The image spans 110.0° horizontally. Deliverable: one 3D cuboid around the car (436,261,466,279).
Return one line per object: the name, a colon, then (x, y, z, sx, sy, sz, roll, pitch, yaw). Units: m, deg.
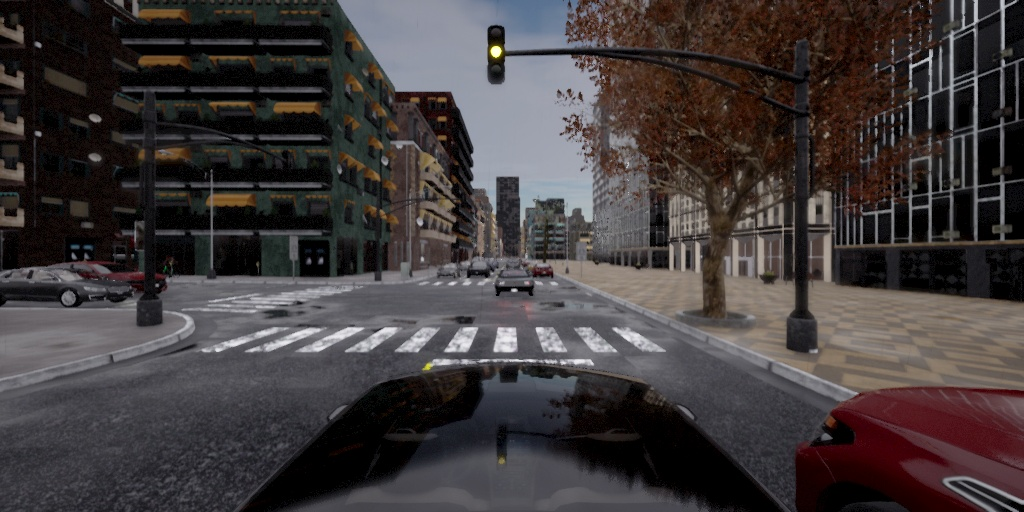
car: (-5.648, 1.274, 32.393, 2.007, 1.370, 4.403, 0, 0, 0)

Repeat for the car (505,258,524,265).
car: (0.163, 1.211, 48.611, 2.128, 1.511, 4.902, 0, 0, 0)

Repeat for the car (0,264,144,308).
car: (-16.420, 1.077, 12.991, 4.403, 1.370, 2.007, 0, 0, 0)

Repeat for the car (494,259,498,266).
car: (-3.025, 1.321, 43.699, 1.895, 1.301, 4.718, 0, 0, 0)

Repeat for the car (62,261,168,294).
car: (-17.954, 0.983, 15.566, 5.008, 1.535, 1.882, 1, 0, -1)

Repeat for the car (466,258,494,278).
car: (-3.051, 1.201, 33.676, 1.882, 1.535, 5.008, 0, 0, 0)

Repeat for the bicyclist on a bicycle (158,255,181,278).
bicyclist on a bicycle: (-23.138, 0.733, 24.259, 0.582, 1.620, 1.656, 1, 0, -1)

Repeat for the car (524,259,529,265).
car: (2.747, 1.246, 43.616, 1.751, 1.417, 4.829, 0, 0, 0)

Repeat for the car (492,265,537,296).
car: (0.123, 1.333, 19.291, 1.895, 1.301, 4.718, 0, 0, 0)

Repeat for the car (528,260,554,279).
car: (2.732, 1.269, 32.381, 1.888, 1.381, 4.507, 0, 0, 0)
